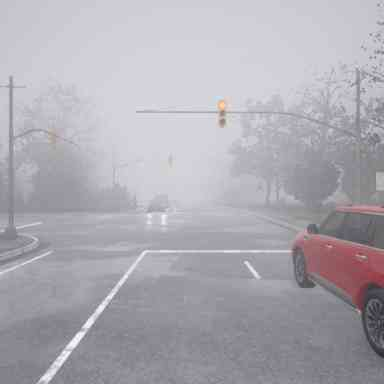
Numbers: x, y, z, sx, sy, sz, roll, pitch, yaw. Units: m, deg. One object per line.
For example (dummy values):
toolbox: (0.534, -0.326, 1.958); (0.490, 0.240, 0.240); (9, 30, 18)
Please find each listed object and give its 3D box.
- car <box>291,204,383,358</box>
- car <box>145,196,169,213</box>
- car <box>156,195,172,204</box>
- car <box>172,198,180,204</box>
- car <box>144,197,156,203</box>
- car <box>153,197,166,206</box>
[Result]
car: (3.591, 1.221, 6.091); (2.150, 2.045, 5.566); (0, 0, 0)
car: (-3.864, 1.528, 36.921); (1.837, 1.490, 4.892); (0, 0, -2)
car: (-4.676, 1.404, 51.025); (2.150, 2.045, 5.566); (0, -1, -6)
car: (-4.636, 2.316, 83.215); (1.882, 1.535, 5.008); (0, -1, -22)
car: (-9.720, 1.915, 76.860); (1.994, 1.385, 4.181); (0, -1, -19)
car: (-6.162, 1.759, 62.196); (2.097, 1.767, 4.553); (0, -1, -10)
